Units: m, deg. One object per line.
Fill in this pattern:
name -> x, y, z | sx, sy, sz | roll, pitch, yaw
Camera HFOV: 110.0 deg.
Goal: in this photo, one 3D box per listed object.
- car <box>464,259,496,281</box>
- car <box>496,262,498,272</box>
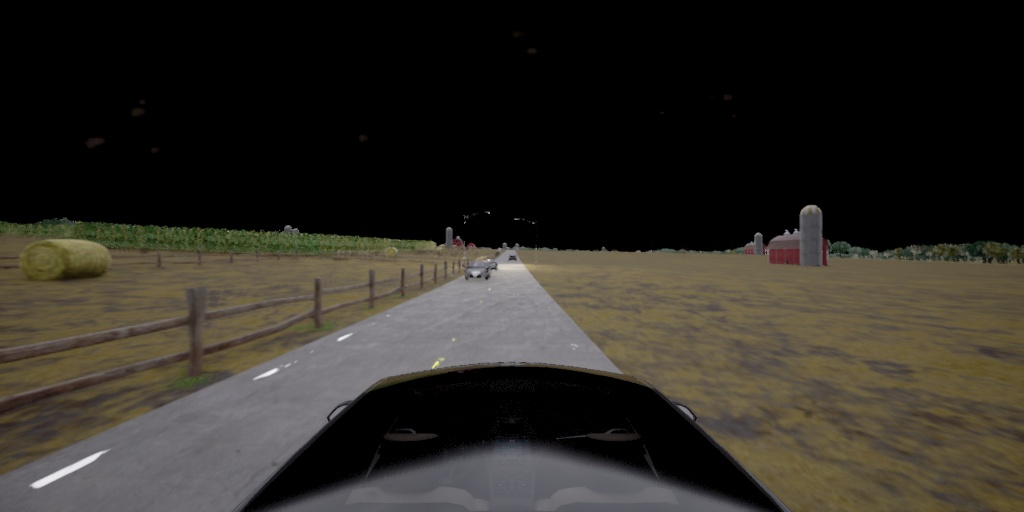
car -> -2.716, 1.152, 29.330 | 2.128, 1.511, 4.902 | 0, 1, 0
car -> -2.691, 1.073, 42.013 | 1.994, 1.385, 4.181 | 0, 1, 0
